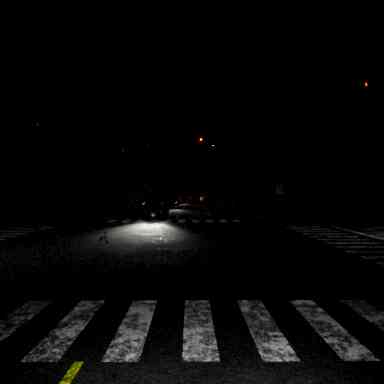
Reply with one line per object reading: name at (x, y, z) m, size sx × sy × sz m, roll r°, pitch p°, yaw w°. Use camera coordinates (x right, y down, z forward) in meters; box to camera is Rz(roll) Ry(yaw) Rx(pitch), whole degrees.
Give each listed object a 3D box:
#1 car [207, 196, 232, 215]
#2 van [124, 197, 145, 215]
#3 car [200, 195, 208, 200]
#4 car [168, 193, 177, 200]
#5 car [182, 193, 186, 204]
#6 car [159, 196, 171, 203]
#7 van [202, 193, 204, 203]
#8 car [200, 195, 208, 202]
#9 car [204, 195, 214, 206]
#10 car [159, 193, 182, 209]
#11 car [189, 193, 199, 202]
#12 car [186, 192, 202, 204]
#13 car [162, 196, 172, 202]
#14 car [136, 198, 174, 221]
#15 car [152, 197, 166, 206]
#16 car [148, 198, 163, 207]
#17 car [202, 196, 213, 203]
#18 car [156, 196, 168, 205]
car at (2.872, 1.442, 33.418) m, size 1.967 × 1.590 × 4.097 m, roll 0°, pitch 0°, yaw 0°
van at (-5.653, 1.342, 33.469) m, size 1.690 × 1.788 × 3.998 m, roll 0°, pitch 0°, yaw 0°
car at (3.230, 1.556, 90.110) m, size 1.947 × 1.339 × 4.313 m, roll 0°, pitch 0°, yaw 0°
car at (-5.296, 1.305, 90.151) m, size 2.192 × 1.841 × 5.009 m, roll 0°, pitch 0°, yaw 0°
car at (-2.655, 1.478, 63.002) m, size 1.882 × 1.535 × 5.008 m, roll 0°, pitch 0°, yaw 1°
car at (-5.439, 1.565, 67.478) m, size 1.947 × 1.339 × 4.313 m, roll 0°, pitch 0°, yaw 0°
van at (3.015, 1.343, 56.094) m, size 1.690 × 1.788 × 3.998 m, roll 0°, pitch 0°, yaw 0°
car at (2.846, 1.452, 79.604) m, size 1.801 × 1.575 × 5.366 m, roll 0°, pitch 0°, yaw 0°
car at (2.944, 1.442, 44.756) m, size 1.967 × 1.590 × 4.097 m, roll 0°, pitch 0°, yaw 0°
car at (-2.825, 1.353, 44.221) m, size 2.097 × 1.767 × 4.553 m, roll 0°, pitch 0°, yaw 1°
car at (0.459, 1.185, 73.800) m, size 2.097 × 1.767 × 4.553 m, roll 0°, pitch 0°, yaw 0°
car at (0.395, 1.222, 63.440) m, size 2.150 × 2.045 × 5.566 m, roll 0°, pitch 0°, yaw 0°
car at (-5.403, 1.542, 73.146) m, size 1.887 × 1.381 × 4.507 m, roll 0°, pitch 0°, yaw 0°
car at (-2.930, 1.492, 27.547) m, size 2.128 × 1.511 × 4.902 m, roll 0°, pitch 0°, yaw 0°
car at (-5.511, 1.568, 56.142) m, size 1.947 × 1.339 × 4.313 m, roll 0°, pitch 0°, yaw 0°
car at (-5.546, 1.584, 50.474) m, size 1.802 × 1.307 × 4.206 m, roll 0°, pitch 0°, yaw 0°
car at (3.087, 1.550, 67.433) m, size 2.008 × 1.369 × 4.403 m, roll 0°, pitch 0°, yaw 0°
car at (-5.476, 1.526, 61.640) m, size 1.752 × 1.417 × 4.829 m, roll 0°, pitch 0°, yaw 0°
